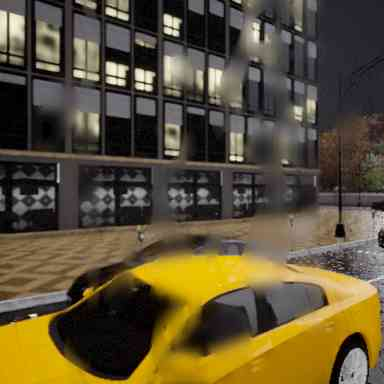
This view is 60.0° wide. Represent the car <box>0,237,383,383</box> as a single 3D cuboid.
[{"bbox_3d":[-0.048,1.472,3.344,5.008,1.535,1.882,0,0,-35],"label":"car"}]

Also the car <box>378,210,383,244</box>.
[{"bbox_3d":[9.110,1.507,13.157,4.313,1.339,1.947,0,0,-36],"label":"car"}]

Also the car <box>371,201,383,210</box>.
[{"bbox_3d":[21.182,1.356,33.613,2.033,1.411,5.357,0,0,-34],"label":"car"}]

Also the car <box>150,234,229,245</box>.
[{"bbox_3d":[-0.121,1.554,6.473,4.313,1.339,1.947,0,0,-36],"label":"car"}]
